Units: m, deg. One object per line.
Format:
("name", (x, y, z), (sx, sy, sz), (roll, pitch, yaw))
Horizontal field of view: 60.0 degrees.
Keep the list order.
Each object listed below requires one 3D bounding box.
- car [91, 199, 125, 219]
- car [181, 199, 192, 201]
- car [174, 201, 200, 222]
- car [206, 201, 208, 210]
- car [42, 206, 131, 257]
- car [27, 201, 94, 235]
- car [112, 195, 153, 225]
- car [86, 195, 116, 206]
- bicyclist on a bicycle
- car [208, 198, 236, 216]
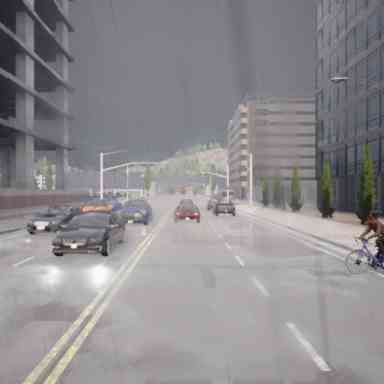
("car", (-7.627, 1.472, 30.604), (1.882, 1.535, 5.008), (0, 0, 0))
("car", (-0.653, 1.540, 39.488), (2.033, 1.411, 5.357), (0, 0, -1))
("car", (-0.370, 1.596, 25.802), (1.895, 1.301, 4.718), (0, 0, -1))
("car", (2.821, 1.517, 41.133), (1.812, 1.442, 4.674), (0, 0, -1))
("car", (-3.827, 1.504, 13.068), (1.837, 1.490, 4.892), (0, 0, -1))
("car", (-7.432, 1.488, 18.702), (2.128, 1.511, 4.902), (0, 0, -1))
("car", (-4.023, 1.347, 23.817), (2.097, 1.767, 4.553), (0, 0, -1))
("car", (-7.471, 1.347, 25.690), (2.097, 1.767, 4.553), (0, 0, -1))
("bicyclist on a bicycle", (4.907, 1.415, 8.895), (1.656, 1.620, 0.582), (0, 0, -1))
("car", (3.013, 1.485, 31.871), (2.128, 1.511, 4.902), (0, 0, -1))
